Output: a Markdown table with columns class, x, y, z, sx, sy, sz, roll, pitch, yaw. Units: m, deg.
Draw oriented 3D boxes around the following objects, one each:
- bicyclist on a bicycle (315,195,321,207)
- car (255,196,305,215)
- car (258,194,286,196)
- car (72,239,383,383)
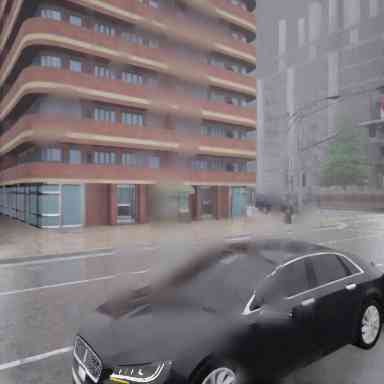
| class | x | y | z | sx | sy | sz | roll | pitch | yaw |
| --- | --- | --- | --- | --- | --- | --- | --- | --- | --- |
| bicyclist on a bicycle | 17.790 | 1.301 | 46.928 | 1.656 | 1.620 | 0.582 | 0 | 0 | -36 |
| car | 8.852 | 1.491 | 32.931 | 2.128 | 1.511 | 4.902 | 0 | 0 | -36 |
| car | 9.678 | 1.222 | 37.728 | 2.150 | 2.045 | 5.566 | 0 | 0 | -36 |
| car | 0.896 | 1.505 | 4.651 | 4.892 | 1.490 | 1.837 | 0 | 0 | -36 |
